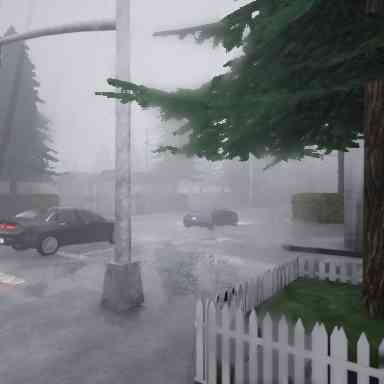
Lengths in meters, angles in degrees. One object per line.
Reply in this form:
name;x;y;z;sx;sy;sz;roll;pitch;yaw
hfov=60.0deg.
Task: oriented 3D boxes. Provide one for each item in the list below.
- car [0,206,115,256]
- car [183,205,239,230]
car;-4.502;1.308;12.330;1.837;1.490;4.892;0;-1;35
car;1.263;1.467;20.668;1.994;1.385;4.181;1;1;35
